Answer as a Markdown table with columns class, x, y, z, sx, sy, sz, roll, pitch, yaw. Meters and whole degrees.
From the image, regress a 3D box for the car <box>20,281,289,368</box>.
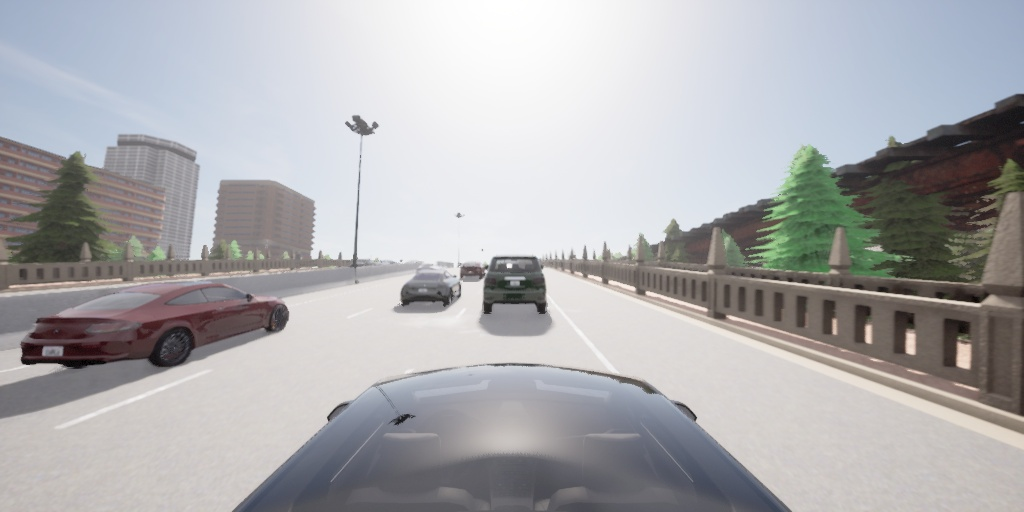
| class | x | y | z | sx | sy | sz | roll | pitch | yaw |
| --- | --- | --- | --- | --- | --- | --- | --- | --- | --- |
| car | -6.907 | 1.262 | 7.698 | 1.812 | 1.442 | 4.674 | 0 | 0 | 0 |

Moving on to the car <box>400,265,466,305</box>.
| class | x | y | z | sx | sy | sz | roll | pitch | yaw |
| --- | --- | --- | --- | --- | --- | --- | --- | --- | --- |
| car | -3.408 | 1.281 | 15.733 | 1.994 | 1.385 | 4.181 | 0 | 0 | 0 |

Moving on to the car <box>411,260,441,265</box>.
| class | x | y | z | sx | sy | sz | roll | pitch | yaw |
| --- | --- | --- | --- | --- | --- | --- | --- | --- | --- |
| car | -6.915 | 1.210 | 30.745 | 1.812 | 1.442 | 4.674 | 0 | 0 | 0 |

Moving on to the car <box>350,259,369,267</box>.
| class | x | y | z | sx | sy | sz | roll | pitch | yaw |
| --- | --- | --- | --- | --- | --- | --- | --- | --- | --- |
| car | -21.087 | 1.148 | 50.506 | 1.837 | 1.490 | 4.892 | 0 | 0 | 0 |

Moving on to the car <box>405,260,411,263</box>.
| class | x | y | z | sx | sy | sz | roll | pitch | yaw |
| --- | --- | --- | --- | --- | --- | --- | --- | --- | --- |
| car | -14.089 | 1.208 | 50.824 | 1.994 | 1.385 | 4.181 | 0 | 0 | 0 |

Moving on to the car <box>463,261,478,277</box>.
| class | x | y | z | sx | sy | sz | roll | pitch | yaw |
| --- | --- | --- | --- | --- | --- | --- | --- | --- | --- |
| car | -3.416 | 1.158 | 31.778 | 1.882 | 1.535 | 5.008 | 0 | 0 | 0 |

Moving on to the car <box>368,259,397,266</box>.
| class | x | y | z | sx | sy | sz | roll | pitch | yaw |
| --- | --- | --- | --- | --- | --- | --- | --- | --- | --- |
| car | -17.589 | 1.191 | 49.922 | 2.033 | 1.411 | 5.357 | 0 | 0 | 0 |

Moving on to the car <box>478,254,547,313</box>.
| class | x | y | z | sx | sy | sz | roll | pitch | yaw |
| --- | --- | --- | --- | --- | --- | --- | --- | --- | --- |
| car | 0.094 | 0.942 | 13.956 | 2.150 | 2.045 | 5.566 | 0 | 0 | 0 |
